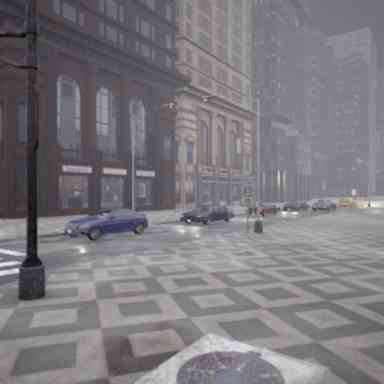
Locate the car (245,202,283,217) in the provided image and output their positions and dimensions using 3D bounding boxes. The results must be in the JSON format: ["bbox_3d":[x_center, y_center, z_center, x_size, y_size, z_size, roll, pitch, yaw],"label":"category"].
[{"bbox_3d":[7.036,1.688,32.971,1.895,1.301,4.718,0,0,36],"label":"car"}]

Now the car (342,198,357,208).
[{"bbox_3d":[23.876,1.625,51.002,1.882,1.535,5.008,0,0,36],"label":"car"}]

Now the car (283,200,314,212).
[{"bbox_3d":[12.935,1.661,41.131,2.033,1.411,5.357,0,0,36],"label":"car"}]

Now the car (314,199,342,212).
[{"bbox_3d":[16.066,1.660,40.104,2.033,1.411,5.357,0,0,37],"label":"car"}]

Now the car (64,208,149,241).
[{"bbox_3d":[-4.252,1.555,17.221,1.812,1.442,4.674,0,0,37],"label":"car"}]

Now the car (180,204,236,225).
[{"bbox_3d":[1.342,1.606,25.035,2.033,1.411,5.357,0,0,36],"label":"car"}]
